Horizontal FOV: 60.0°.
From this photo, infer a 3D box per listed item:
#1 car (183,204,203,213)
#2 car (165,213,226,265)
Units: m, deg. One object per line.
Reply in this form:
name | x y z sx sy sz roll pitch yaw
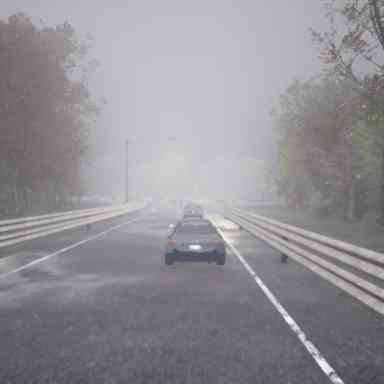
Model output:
car | 0.104 1.839 31.229 2.033 1.411 5.357 0 0 0
car | 0.102 1.680 12.190 1.994 1.385 4.181 0 0 0
